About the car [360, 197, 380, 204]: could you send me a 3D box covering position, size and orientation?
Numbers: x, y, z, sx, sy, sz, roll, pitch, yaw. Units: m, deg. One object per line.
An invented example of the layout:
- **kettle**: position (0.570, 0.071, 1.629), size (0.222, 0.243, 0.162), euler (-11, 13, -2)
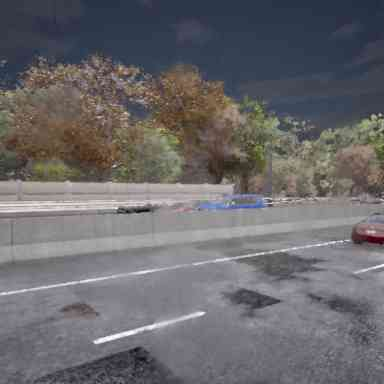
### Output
- **car**: position (29.705, 1.570, 55.037), size (4.181, 1.385, 1.994), euler (0, 0, -34)

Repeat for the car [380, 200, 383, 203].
- **car**: position (32.188, 1.560, 52.574), size (4.181, 1.385, 1.994), euler (0, 0, -35)

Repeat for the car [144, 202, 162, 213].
- **car**: position (-1.590, 1.574, 28.618), size (4.181, 1.385, 1.994), euler (0, 0, -35)

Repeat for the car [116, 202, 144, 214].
- **car**: position (-4.517, 1.614, 30.836), size (4.718, 1.301, 1.895), euler (0, 0, -35)

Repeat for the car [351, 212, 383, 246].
- **car**: position (8.755, 1.563, 14.392), size (4.181, 1.385, 1.994), euler (0, 0, -35)

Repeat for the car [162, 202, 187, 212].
- **car**: position (0.361, 1.360, 25.711), size (4.553, 1.767, 2.097), euler (0, 0, -35)

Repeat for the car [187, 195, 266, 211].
- **car**: position (2.730, 1.226, 23.107), size (5.566, 2.045, 2.150), euler (0, 0, -35)
